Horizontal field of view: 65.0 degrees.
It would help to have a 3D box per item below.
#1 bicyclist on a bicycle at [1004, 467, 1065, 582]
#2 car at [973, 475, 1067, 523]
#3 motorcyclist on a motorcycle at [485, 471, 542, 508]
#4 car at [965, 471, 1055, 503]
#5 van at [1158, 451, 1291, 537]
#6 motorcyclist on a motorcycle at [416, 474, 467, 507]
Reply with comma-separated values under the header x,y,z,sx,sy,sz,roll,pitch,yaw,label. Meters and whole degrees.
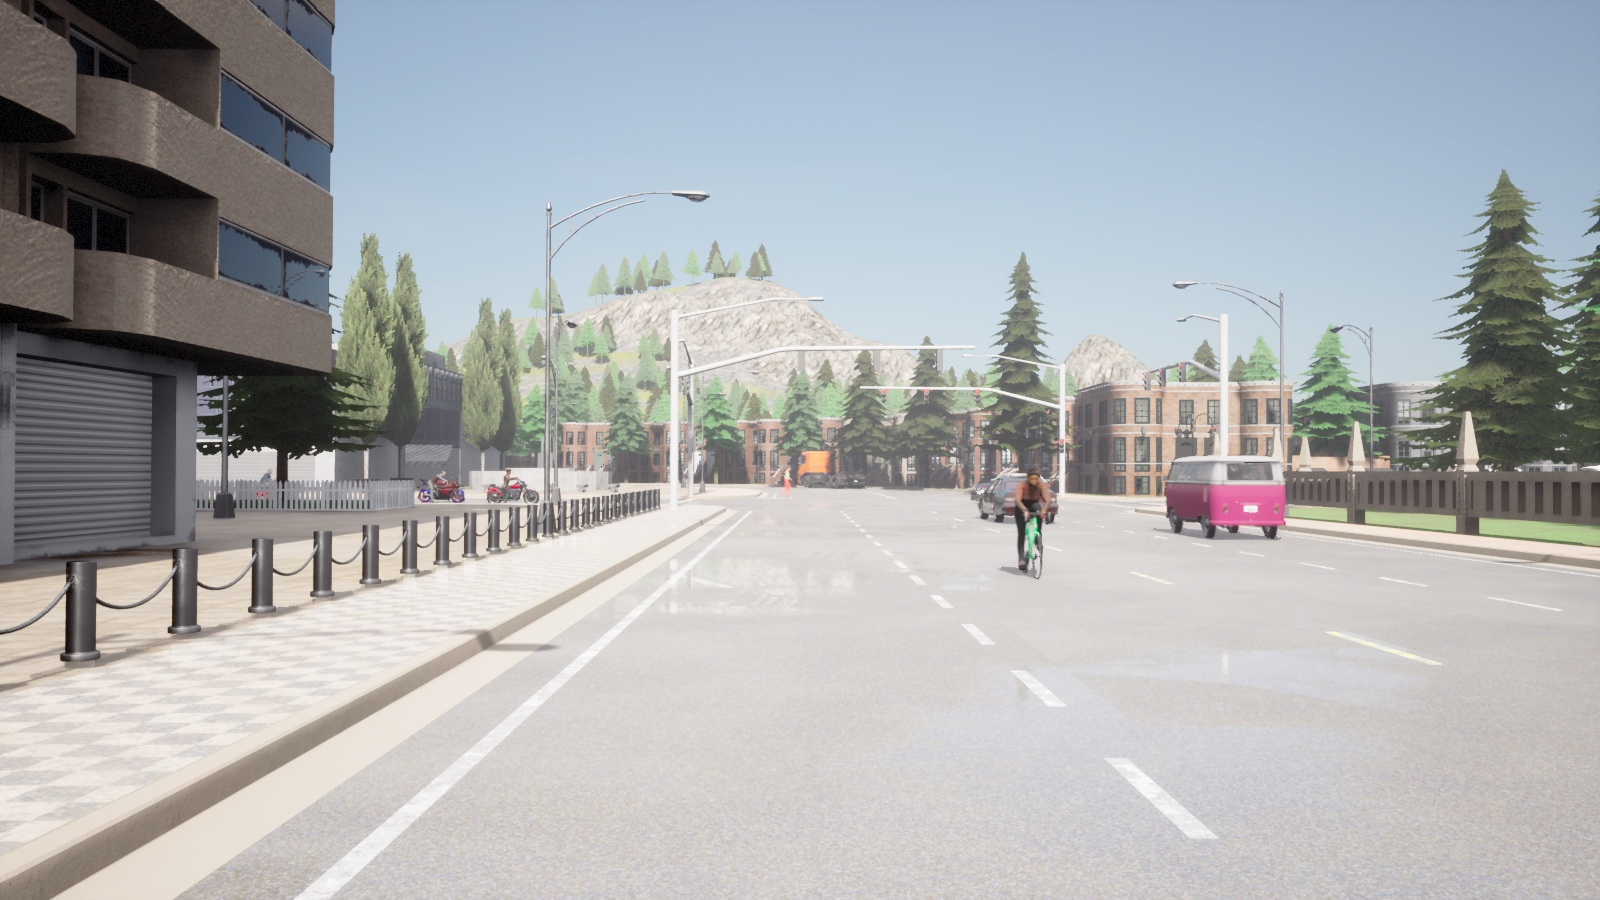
x,y,z,sx,sy,sz,roll,pitch,yaw,label
3.452,1.066,18.621,0.582,1.620,1.656,0,-1,0,bicyclist on a bicycle
6.898,1.504,39.958,2.033,1.411,5.357,0,-1,0,car
-12.683,1.747,55.582,2.350,1.649,0.766,0,-1,0,motorcyclist on a motorcycle
10.111,1.753,60.516,3.806,1.475,1.970,0,-1,-26,car
10.420,1.047,31.151,1.775,1.987,4.442,0,-1,0,van
-16.851,1.906,59.067,2.191,1.530,0.866,0,-1,0,motorcyclist on a motorcycle
